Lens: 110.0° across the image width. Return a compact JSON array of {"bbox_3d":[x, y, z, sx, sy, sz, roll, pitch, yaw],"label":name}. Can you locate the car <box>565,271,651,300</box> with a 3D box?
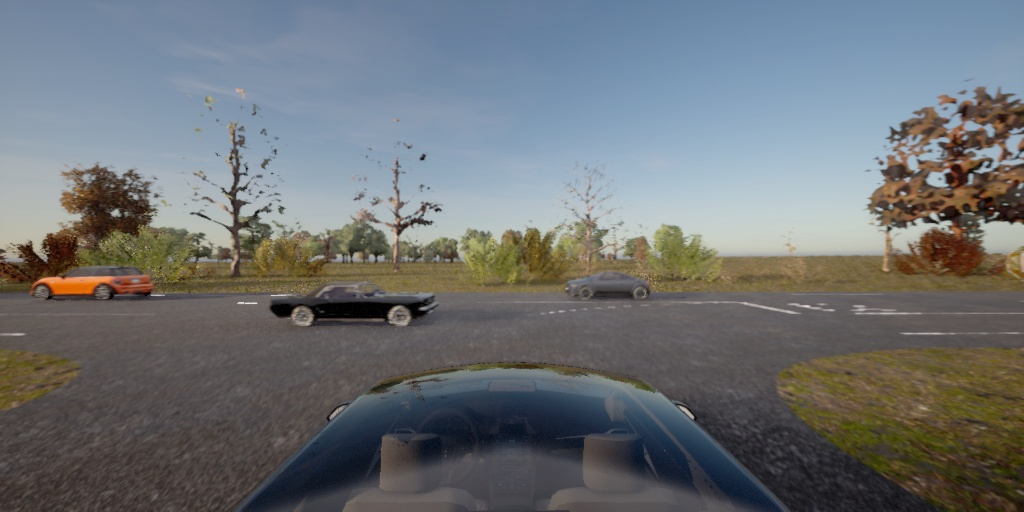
[{"bbox_3d":[4.848,1.482,18.371,4.181,1.385,1.994,0,-1,0],"label":"car"}]

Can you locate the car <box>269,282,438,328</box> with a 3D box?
[{"bbox_3d":[-4.829,1.479,11.464,4.718,1.301,1.895,0,-1,1],"label":"car"}]

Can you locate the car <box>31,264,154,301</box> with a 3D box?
[{"bbox_3d":[-21.575,1.313,18.547,4.553,1.767,2.097,0,0,0],"label":"car"}]
